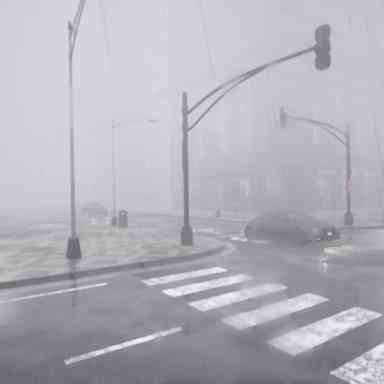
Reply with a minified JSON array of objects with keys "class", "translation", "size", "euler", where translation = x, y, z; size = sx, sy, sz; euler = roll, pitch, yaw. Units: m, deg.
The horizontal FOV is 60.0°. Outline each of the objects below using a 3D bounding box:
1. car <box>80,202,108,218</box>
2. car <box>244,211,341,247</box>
[{"class":"car","translation":[-10.619,1.833,35.971],"size":[1.837,1.490,4.892],"euler":[-1,0,-35]},{"class":"car","translation":[4.285,1.539,14.756],"size":[1.994,1.385,4.181],"euler":[-1,-2,-35]}]
